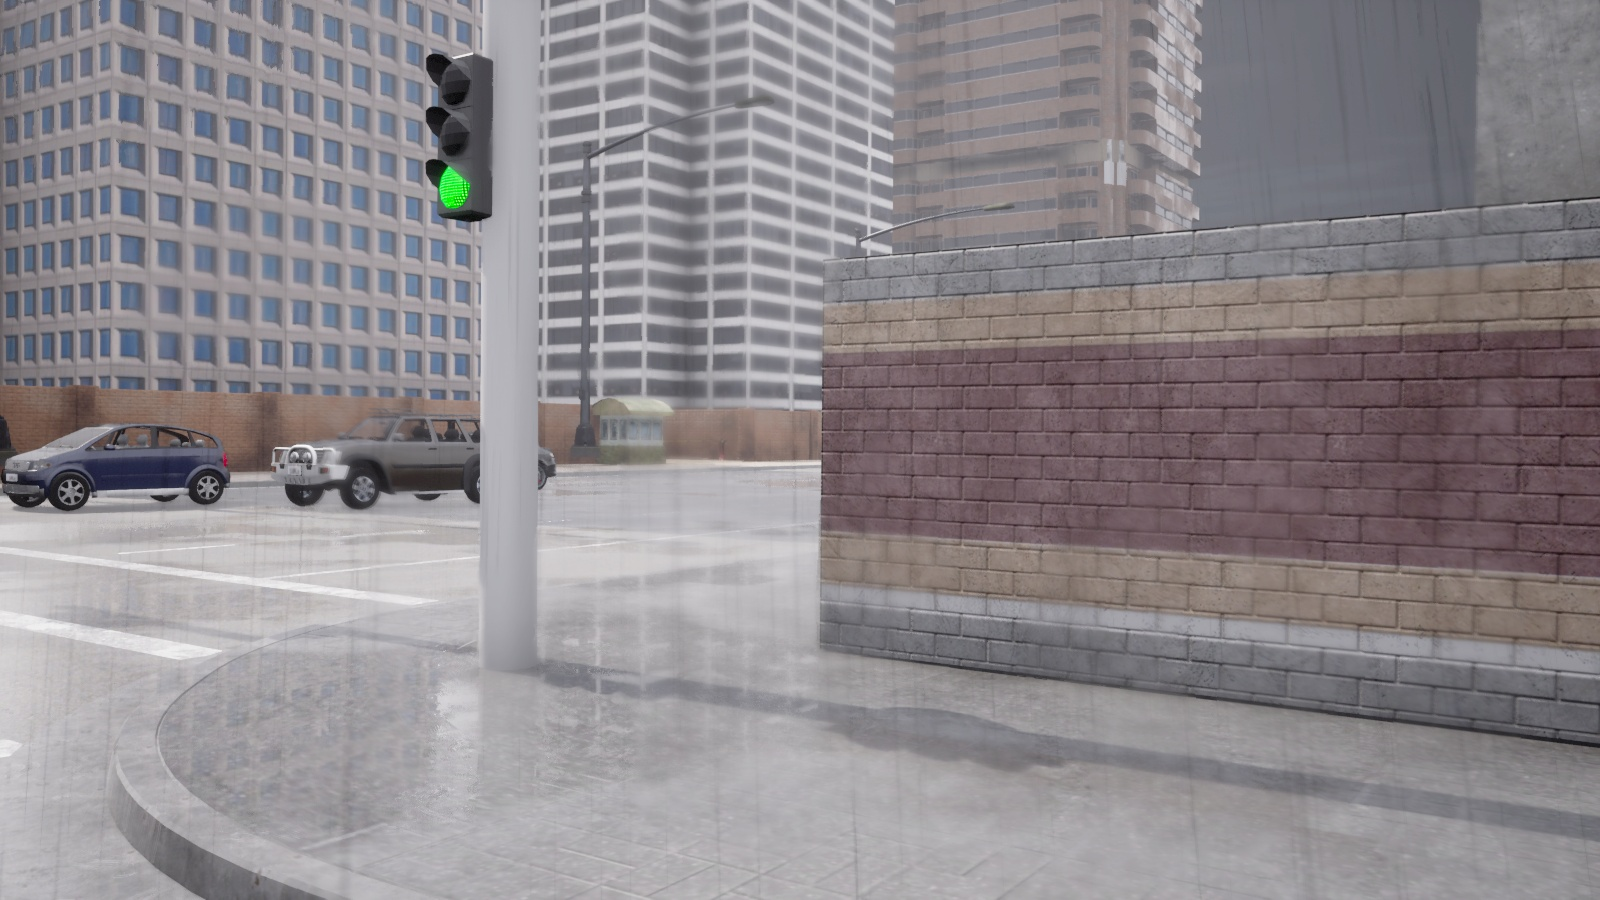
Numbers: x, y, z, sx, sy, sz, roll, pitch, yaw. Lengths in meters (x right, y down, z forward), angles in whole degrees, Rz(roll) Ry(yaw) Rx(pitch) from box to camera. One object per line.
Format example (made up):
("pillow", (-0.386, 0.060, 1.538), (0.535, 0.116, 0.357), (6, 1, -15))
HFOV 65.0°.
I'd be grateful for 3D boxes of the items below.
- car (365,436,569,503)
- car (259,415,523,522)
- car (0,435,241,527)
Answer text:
("car", (-7.914, 0.415, 30.289), (1.812, 1.442, 4.674), (0, 1, 34))
("car", (-7.761, 0.287, 24.273), (1.932, 1.855, 4.605), (0, 1, 34))
("car", (-12.628, 0.506, 23.310), (1.789, 1.549, 3.705), (0, 1, 34))
